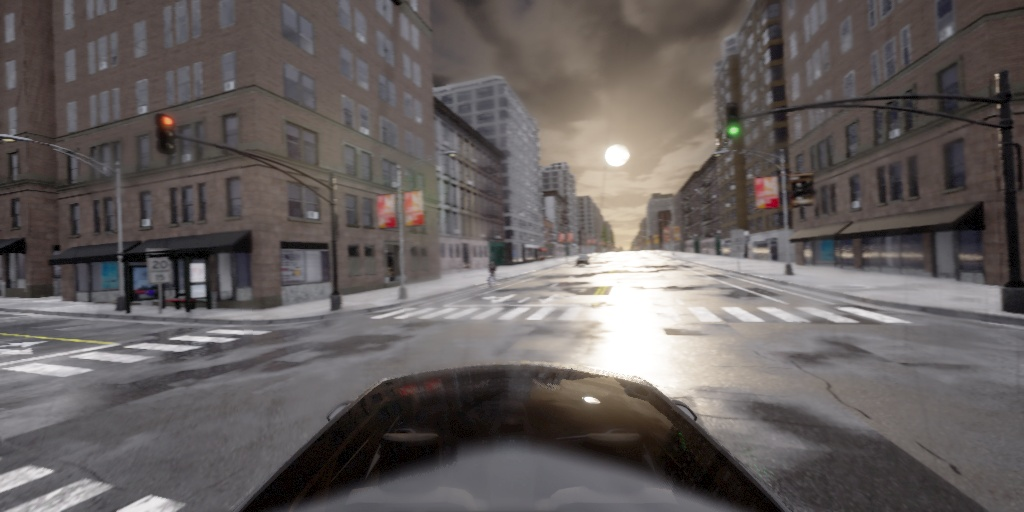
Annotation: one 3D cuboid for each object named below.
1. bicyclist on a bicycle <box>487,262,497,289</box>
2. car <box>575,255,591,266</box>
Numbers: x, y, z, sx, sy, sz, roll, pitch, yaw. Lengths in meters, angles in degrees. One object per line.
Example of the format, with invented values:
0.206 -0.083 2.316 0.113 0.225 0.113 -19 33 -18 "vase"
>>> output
-1.336 1.259 23.578 0.659 1.776 1.843 -3 0 18 "bicyclist on a bicycle"
10.757 0.607 53.910 1.837 1.490 4.892 -3 0 18 "car"
